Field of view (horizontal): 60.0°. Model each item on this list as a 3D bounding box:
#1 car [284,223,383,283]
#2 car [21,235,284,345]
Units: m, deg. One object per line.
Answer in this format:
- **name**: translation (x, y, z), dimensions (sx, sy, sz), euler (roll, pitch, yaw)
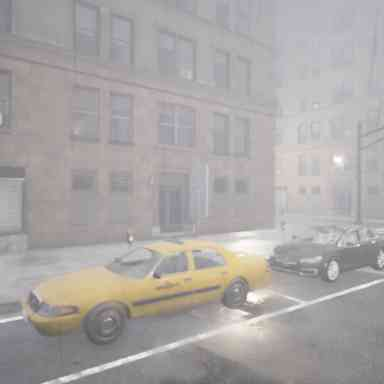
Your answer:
- **car**: translation (4.168, 1.640, 9.842), dimensions (4.403, 1.369, 2.008), euler (1, 0, -36)
- **car**: translation (-0.547, 1.558, 6.403), dimensions (4.829, 1.417, 1.752), euler (1, 0, -36)
